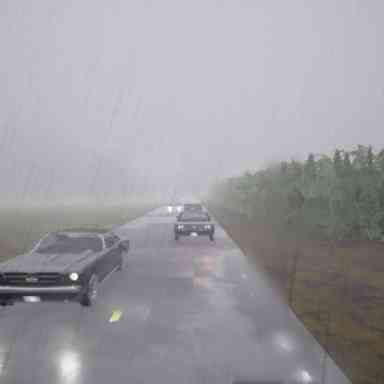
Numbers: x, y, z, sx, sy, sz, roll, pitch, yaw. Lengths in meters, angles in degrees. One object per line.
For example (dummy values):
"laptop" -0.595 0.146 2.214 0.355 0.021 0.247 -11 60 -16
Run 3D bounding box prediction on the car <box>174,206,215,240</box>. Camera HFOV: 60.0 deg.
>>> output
"car" 0.100 1.612 17.176 1.895 1.301 4.718 0 0 0

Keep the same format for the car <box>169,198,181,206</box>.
"car" -2.746 1.658 55.351 1.895 1.301 4.718 0 0 0

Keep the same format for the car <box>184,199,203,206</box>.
"car" 0.114 1.507 35.416 1.882 1.535 5.008 0 0 0

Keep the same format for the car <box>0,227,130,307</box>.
"car" -2.850 1.606 8.131 1.895 1.301 4.718 0 0 0
